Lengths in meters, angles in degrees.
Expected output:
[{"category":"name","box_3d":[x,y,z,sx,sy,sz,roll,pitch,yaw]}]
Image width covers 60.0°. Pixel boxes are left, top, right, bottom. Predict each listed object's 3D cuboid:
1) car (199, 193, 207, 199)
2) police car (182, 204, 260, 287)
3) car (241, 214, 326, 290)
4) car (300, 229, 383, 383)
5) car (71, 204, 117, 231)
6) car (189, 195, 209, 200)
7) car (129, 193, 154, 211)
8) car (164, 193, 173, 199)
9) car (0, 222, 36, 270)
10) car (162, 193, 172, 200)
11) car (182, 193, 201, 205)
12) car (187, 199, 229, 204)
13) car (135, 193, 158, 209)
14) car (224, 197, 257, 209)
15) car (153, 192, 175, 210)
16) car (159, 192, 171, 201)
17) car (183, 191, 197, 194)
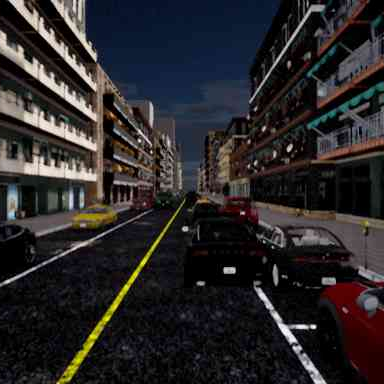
[{"category":"car","box_3d":[2.635,1.039,81.980,1.887,1.381,4.507,0,0,0]},{"category":"police car","box_3d":[0.747,1.370,9.310,1.930,1.638,5.238,0,0,0]},{"category":"car","box_3d":[2.685,1.499,8.708,2.008,1.369,4.403,0,0,0]},{"category":"car","box_3d":[2.688,1.421,3.072,1.967,1.590,4.097,0,0,0]},{"category":"car","box_3d":[-5.704,1.407,19.809,1.752,1.417,4.829,0,0,0]},{"category":"car","box_3d":[0.881,1.303,25.394,1.801,1.575,5.366,0,0,0]},{"category":"car","box_3d":[-5.715,1.217,36.888,1.967,1.590,4.097,0,0,0]},{"category":"car","box_3d":[-5.746,1.040,81.979,1.887,1.381,4.507,0,0,0]},{"category":"car","box_3d":[-5.697,1.514,8.706,1.947,1.339,4.313,0,0,0]},{"category":"car","box_3d":[-5.742,0.971,76.341,1.967,1.590,4.097,0,0,0]},{"category":"car","box_3d":[-0.016,1.222,46.483,1.837,1.490,4.892,0,0,0]},{"category":"car","box_3d":[0.807,1.396,19.207,1.837,1.490,4.892,0,0,0]},{"category":"car","box_3d":[-5.718,1.058,42.524,2.192,1.841,5.009,0,0,0]},{"category":"car","box_3d":[2.678,1.195,19.980,2.192,1.841,5.009,0,0,0]},{"category":"car","box_3d":[-3.126,0.987,38.803,2.150,2.045,5.566,0,0,0]},{"category":"car","box_3d":[-5.737,0.881,70.705,2.192,1.841,5.009,0,0,0]},{"category":"car","box_3d":[-0.042,0.857,59.779,2.150,2.045,5.566,0,0,0]}]
